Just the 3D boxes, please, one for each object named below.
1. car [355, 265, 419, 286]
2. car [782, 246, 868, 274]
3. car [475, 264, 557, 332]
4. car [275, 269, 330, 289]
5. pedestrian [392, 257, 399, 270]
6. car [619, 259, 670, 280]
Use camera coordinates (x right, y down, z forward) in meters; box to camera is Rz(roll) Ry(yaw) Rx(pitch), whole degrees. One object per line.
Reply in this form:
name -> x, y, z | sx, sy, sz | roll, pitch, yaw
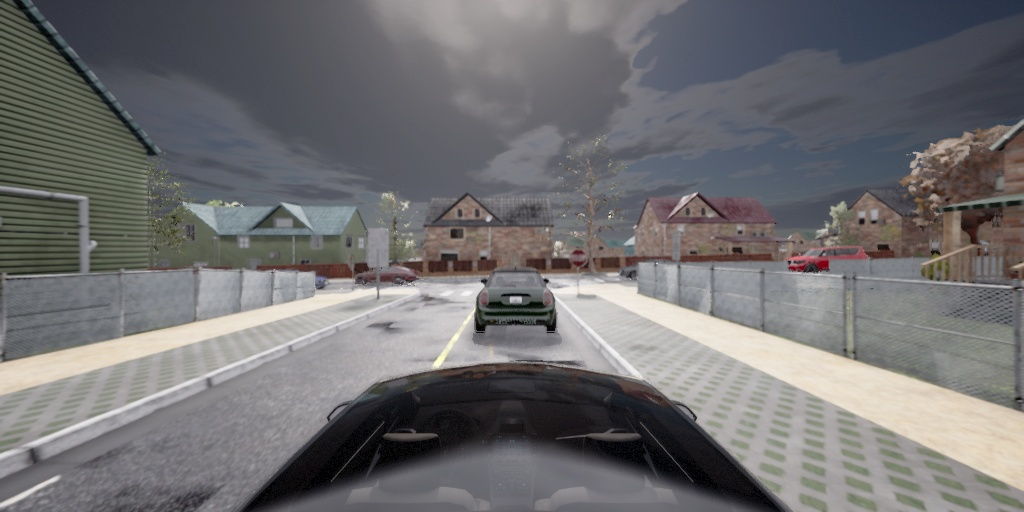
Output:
car -> -9.260, 1.427, 26.622 | 4.674, 1.442, 1.812 | -1, 0, 7
car -> 23.161, 0.351, 26.718 | 5.566, 2.045, 2.150 | -2, 1, 0
car -> 0.095, 1.100, 10.959 | 2.097, 1.767, 4.553 | 0, 0, 0
car -> -14.621, 1.596, 23.726 | 4.674, 1.442, 1.812 | -1, 1, 0
pedestrian -> -9.647, 1.008, 29.586 | 0.375, 1.860, 0.375 | 0, 2, 0
car -> 10.345, 0.964, 26.707 | 4.674, 1.442, 1.812 | -1, 1, 0
